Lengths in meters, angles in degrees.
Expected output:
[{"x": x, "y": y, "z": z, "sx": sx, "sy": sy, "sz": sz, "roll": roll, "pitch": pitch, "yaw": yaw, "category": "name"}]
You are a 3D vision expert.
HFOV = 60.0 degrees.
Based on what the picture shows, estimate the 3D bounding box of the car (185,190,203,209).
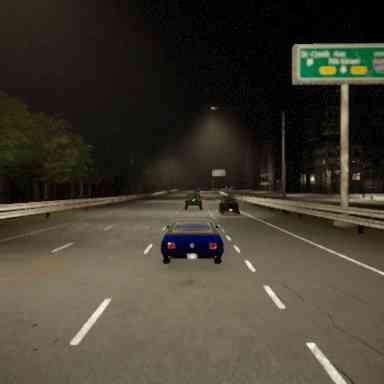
[{"x": 0.212, "y": 1.115, "z": 43.549, "sx": 2.150, "sy": 2.045, "sz": 5.566, "roll": 0, "pitch": 0, "yaw": 1, "category": "car"}]

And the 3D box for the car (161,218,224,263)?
[{"x": 0.016, "y": 1.595, "z": 11.924, "sx": 1.895, "sy": 1.301, "sz": 4.718, "roll": 0, "pitch": 0, "yaw": 0, "category": "car"}]

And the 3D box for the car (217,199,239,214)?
[{"x": 3.735, "y": 1.446, "z": 34.481, "sx": 1.837, "sy": 1.490, "sz": 4.892, "roll": 0, "pitch": 1, "yaw": 0, "category": "car"}]

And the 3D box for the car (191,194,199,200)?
[{"x": 0.694, "y": 1.136, "z": 79.602, "sx": 1.812, "sy": 1.442, "sz": 4.674, "roll": 0, "pitch": 0, "yaw": 1, "category": "car"}]
